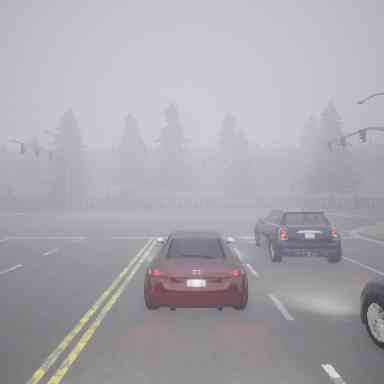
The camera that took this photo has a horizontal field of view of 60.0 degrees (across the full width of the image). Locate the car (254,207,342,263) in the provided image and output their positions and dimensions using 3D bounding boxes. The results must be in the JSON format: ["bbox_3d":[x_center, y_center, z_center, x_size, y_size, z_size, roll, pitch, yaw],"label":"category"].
[{"bbox_3d":[3.627,1.352,12.200,2.097,1.767,4.553,0,0,2],"label":"car"}]

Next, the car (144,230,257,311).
[{"bbox_3d":[0.075,1.564,7.826,1.994,1.385,4.181,0,0,0],"label":"car"}]

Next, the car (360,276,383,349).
[{"bbox_3d":[3.589,1.502,3.361,1.837,1.490,4.892,0,-1,0],"label":"car"}]
